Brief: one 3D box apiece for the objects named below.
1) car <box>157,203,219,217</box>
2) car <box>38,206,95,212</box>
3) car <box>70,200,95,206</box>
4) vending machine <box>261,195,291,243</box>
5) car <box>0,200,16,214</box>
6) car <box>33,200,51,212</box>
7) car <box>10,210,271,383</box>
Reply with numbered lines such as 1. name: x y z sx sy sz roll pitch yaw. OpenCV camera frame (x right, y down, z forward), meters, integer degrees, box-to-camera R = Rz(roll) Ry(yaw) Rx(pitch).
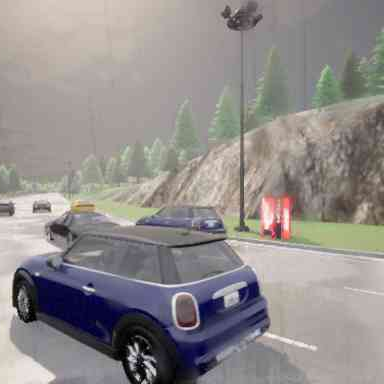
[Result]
1. car: -0.632 1.351 14.883 2.097 1.767 4.553 0 0 -42
2. car: -4.806 1.548 14.430 2.033 1.411 5.357 0 0 -38
3. car: -10.840 1.478 32.816 1.882 1.535 5.008 0 0 -26
4. vending machine: 3.882 1.195 15.396 1.100 2.100 0.880 0 0 -44
5. car: -18.628 1.492 32.901 2.128 1.511 4.902 0 0 -25
6. car: -17.468 1.601 38.633 1.895 1.301 4.718 0 0 -25
7. car: -1.119 1.351 5.498 4.553 1.767 2.097 0 0 41
